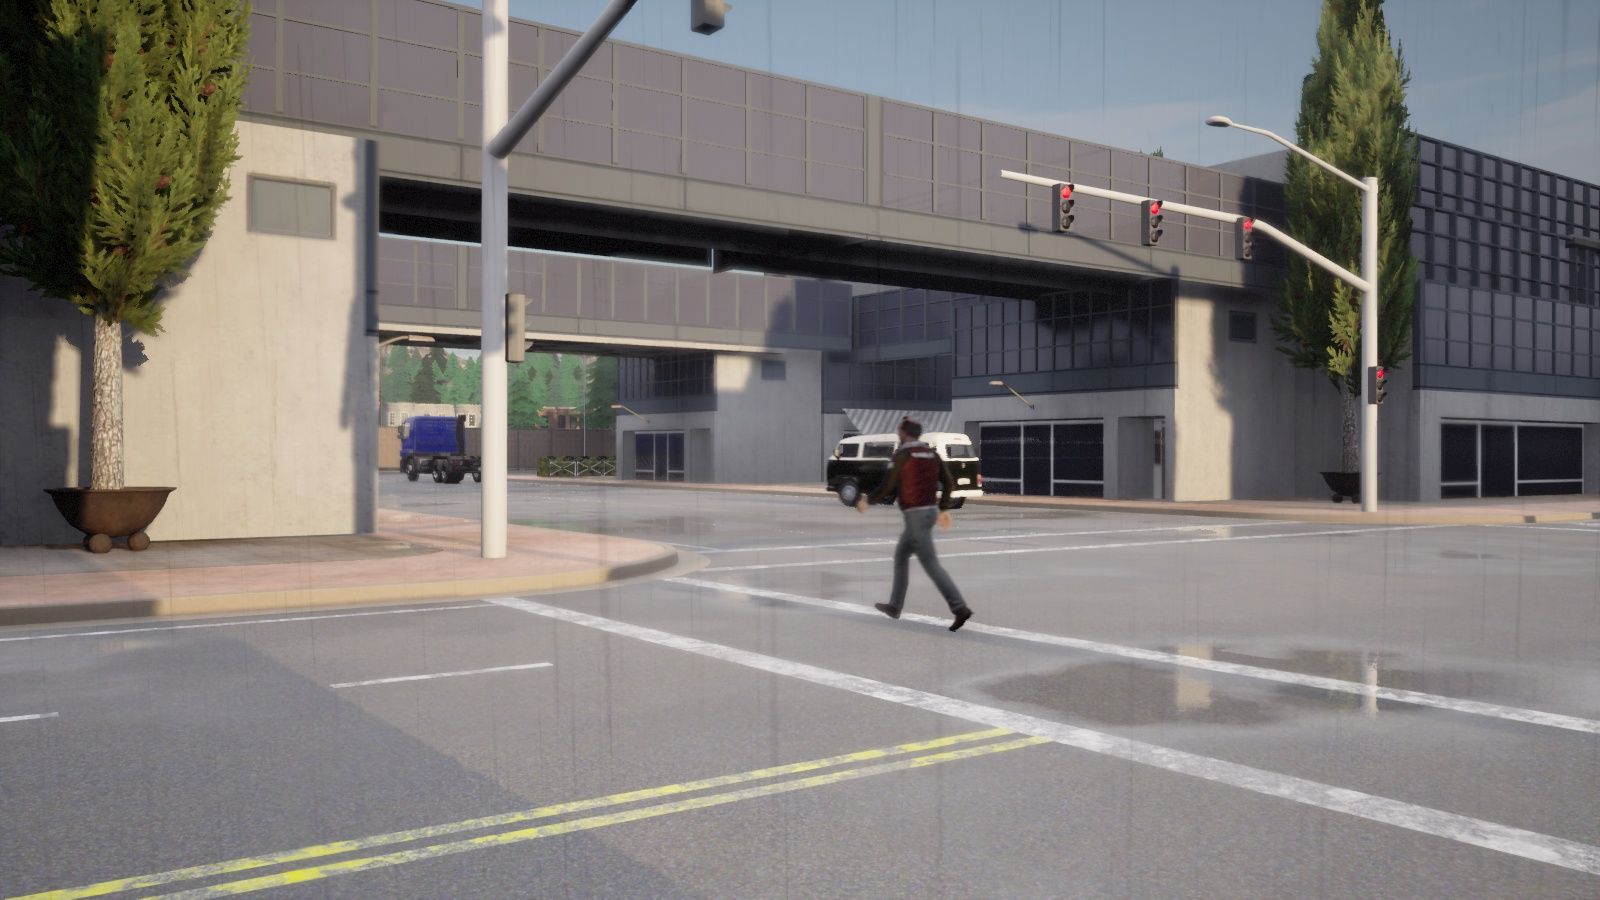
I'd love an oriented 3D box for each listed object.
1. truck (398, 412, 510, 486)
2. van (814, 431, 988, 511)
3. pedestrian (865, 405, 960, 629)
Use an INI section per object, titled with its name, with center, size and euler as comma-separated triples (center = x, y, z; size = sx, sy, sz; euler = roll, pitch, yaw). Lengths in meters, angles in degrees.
[truck]
center = -17.529, -0.045, 63.256
size = 2.891, 3.462, 7.936
euler = 0, 0, -35
[van]
center = 2.697, 0.546, 34.304
size = 2.069, 2.038, 4.480
euler = 1, -1, -45
[pedestrian]
center = 0.964, 0.557, 10.762
size = 0.720, 1.854, 0.376
euler = 0, 0, 40
